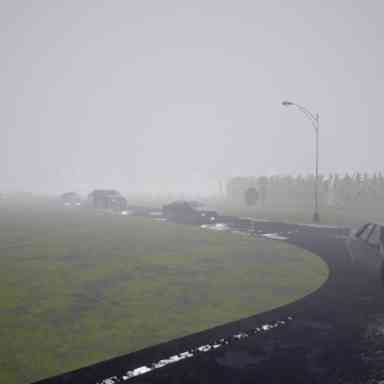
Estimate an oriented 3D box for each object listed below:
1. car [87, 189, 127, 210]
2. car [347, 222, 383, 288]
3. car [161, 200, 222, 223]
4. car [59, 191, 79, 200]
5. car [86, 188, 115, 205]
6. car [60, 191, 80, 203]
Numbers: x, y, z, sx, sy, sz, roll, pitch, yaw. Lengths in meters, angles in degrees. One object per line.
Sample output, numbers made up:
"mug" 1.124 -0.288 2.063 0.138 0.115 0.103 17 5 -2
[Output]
"car" -9.017 0.752 35.836 2.150 2.045 5.566 -1 1 -36
"car" 5.635 1.547 8.947 2.033 1.411 5.357 0 0 13
"car" -0.218 1.301 23.627 2.033 1.411 5.357 -1 1 -36
"car" -21.637 0.577 58.361 1.882 1.535 5.008 -1 1 -36
"car" -12.756 0.558 46.044 2.150 2.045 5.566 -1 1 -36
"car" -17.709 0.823 48.005 1.812 1.442 4.674 -1 1 -35
